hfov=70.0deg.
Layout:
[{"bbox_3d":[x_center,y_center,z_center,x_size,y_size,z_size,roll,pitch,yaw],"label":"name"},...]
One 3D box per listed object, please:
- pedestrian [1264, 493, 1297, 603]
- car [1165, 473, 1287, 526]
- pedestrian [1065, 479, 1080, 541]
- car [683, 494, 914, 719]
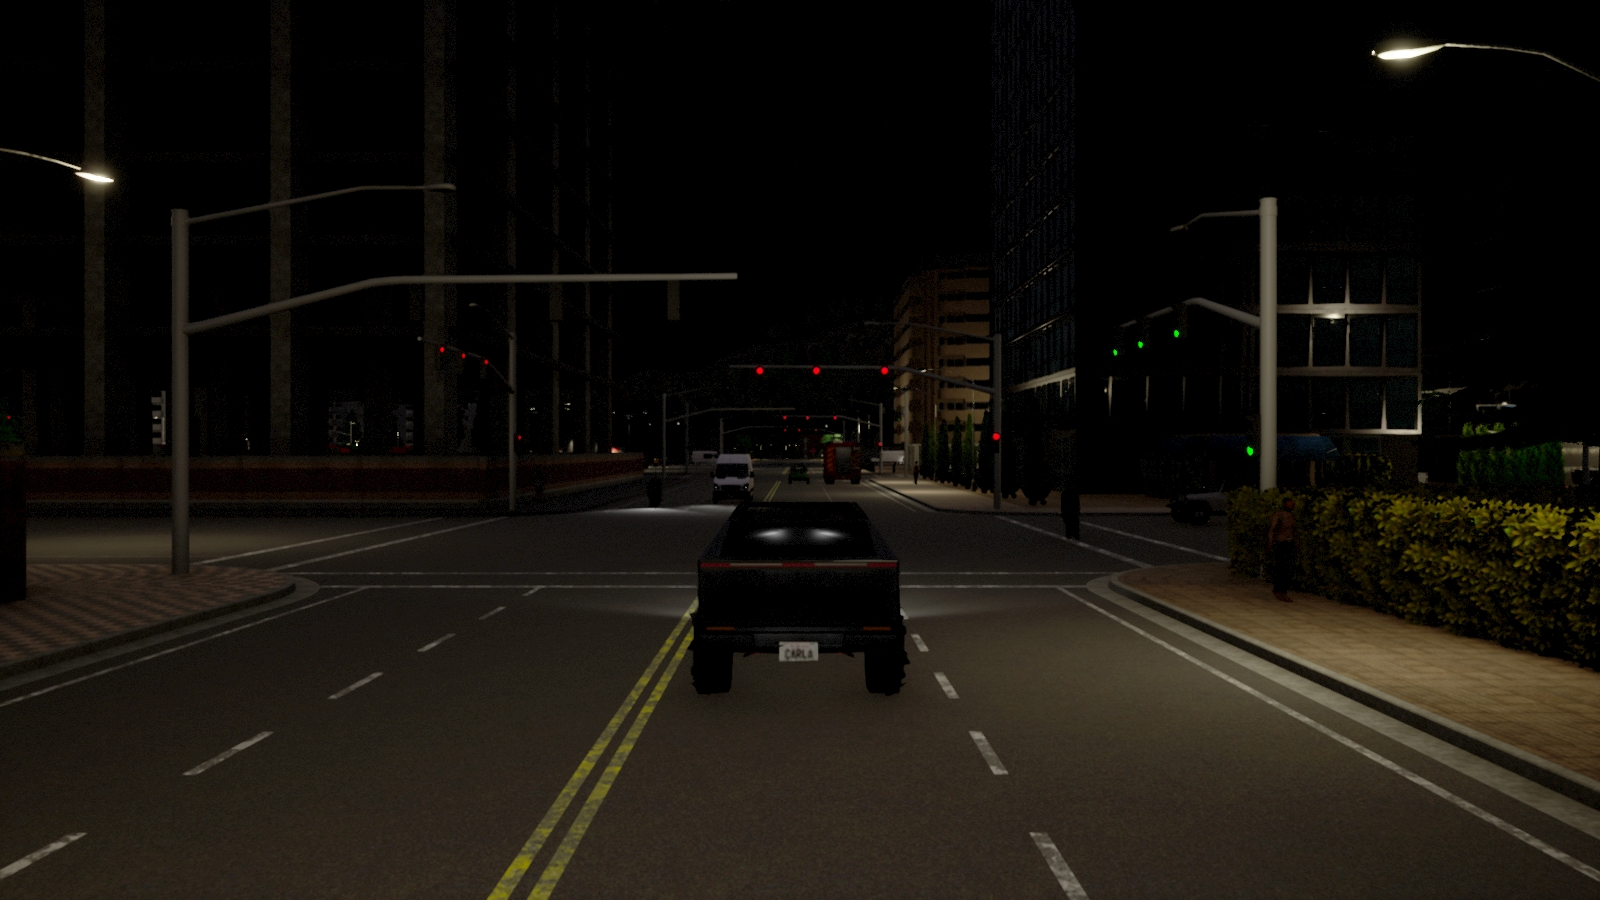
[{"bbox_3d":[8.317,1.683,19.791,0.375,1.860,0.375,0,0,-17],"label":"pedestrian"},{"bbox_3d":[15.841,1.831,42.613,3.866,1.878,1.905,0,0,0],"label":"car"},{"bbox_3d":[8.331,1.827,34.957,0.375,1.860,0.375,0,0,0],"label":"pedestrian"},{"bbox_3d":[-0.016,1.744,14.992,2.390,2.098,6.274,0,0,0],"label":"car"}]
